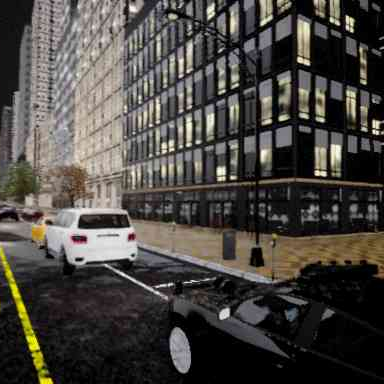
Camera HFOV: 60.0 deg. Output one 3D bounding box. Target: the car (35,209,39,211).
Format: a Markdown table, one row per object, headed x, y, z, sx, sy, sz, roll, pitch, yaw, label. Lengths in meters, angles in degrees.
| x | y | z | sx | sy | sz | roll | pitch | yaw | label |
| --- | --- | --- | --- | --- | --- | --- | --- | --- | --- |
| -11.407 | 2.294 | 27.386 | 1.947 | 1.339 | 4.313 | 2 | -2 | -32 | car |

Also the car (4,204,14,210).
| x | y | z | sx | sy | sz | roll | pitch | yaw | label |
| --- | --- | --- | --- | --- | --- | --- | --- | --- | --- |
| -41.520 | 3.357 | 75.471 | 1.802 | 1.307 | 4.206 | 3 | -2 | -32 | car |

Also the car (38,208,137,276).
| x | y | z | sx | sy | sz | roll | pitch | yaw | label |
| --- | --- | --- | --- | --- | --- | --- | --- | --- | --- |
| -3.845 | 1.566 | 11.947 | 2.150 | 2.045 | 5.566 | 2 | -2 | -32 | car |

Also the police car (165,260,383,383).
| x | y | z | sx | sy | sz | roll | pitch | yaw | label |
| --- | --- | --- | --- | --- | --- | --- | --- | --- | --- |
| 1.416 | 1.567 | 3.535 | 1.930 | 1.638 | 5.238 | 2 | -2 | -32 | police car |

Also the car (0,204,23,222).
| x | y | z | sx | sy | sz | roll | pitch | yaw | label |
| --- | --- | --- | --- | --- | --- | --- | --- | --- | --- |
| -19.493 | 2.369 | 35.273 | 1.837 | 1.490 | 4.892 | 2 | -2 | -31 | car |

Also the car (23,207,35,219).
| x | y | z | sx | sy | sz | roll | pitch | yaw | label |
| --- | --- | --- | --- | --- | --- | --- | --- | --- | --- |
| -17.430 | 2.528 | 37.002 | 1.802 | 1.307 | 4.206 | 2 | -2 | -32 | car |

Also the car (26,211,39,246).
| x | y | z | sx | sy | sz | roll | pitch | yaw | label |
| --- | --- | --- | --- | --- | --- | --- | --- | --- | --- |
| -7.017 | 1.938 | 16.998 | 1.882 | 1.535 | 5.008 | 2 | -2 | -32 | car |

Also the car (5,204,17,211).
| x | y | z | sx | sy | sz | roll | pitch | yaw | label |
| --- | --- | --- | --- | --- | --- | --- | --- | --- | --- |
| -38.510 | 3.219 | 70.664 | 1.887 | 1.381 | 4.507 | 3 | -2 | -32 | car |

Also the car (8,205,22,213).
| x | y | z | sx | sy | sz | roll | pitch | yaw | label |
| --- | --- | --- | --- | --- | --- | --- | --- | --- | --- |
| -32.487 | 3.038 | 61.046 | 1.947 | 1.339 | 4.313 | 3 | -2 | -32 | car |

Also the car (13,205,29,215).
| x | y | z | sx | sy | sz | roll | pitch | yaw | label |
| --- | --- | --- | --- | --- | --- | --- | --- | --- | --- |
| -26.553 | 2.794 | 51.574 | 1.752 | 1.417 | 4.829 | 2 | -2 | -32 | car |

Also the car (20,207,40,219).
| x | y | z | sx | sy | sz | roll | pitch | yaw | label |
| --- | --- | --- | --- | --- | --- | --- | --- | --- | --- |
| -20.441 | 2.636 | 41.810 | 1.802 | 1.307 | 4.206 | 2 | -2 | -32 | car |

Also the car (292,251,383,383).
| x | y | z | sx | sy | sz | roll | pitch | yaw | label |
| --- | --- | --- | --- | --- | --- | --- | --- | --- | --- |
| 3.561 | 1.692 | 3.488 | 1.752 | 1.417 | 4.829 | 2 | -2 | -32 | car |
